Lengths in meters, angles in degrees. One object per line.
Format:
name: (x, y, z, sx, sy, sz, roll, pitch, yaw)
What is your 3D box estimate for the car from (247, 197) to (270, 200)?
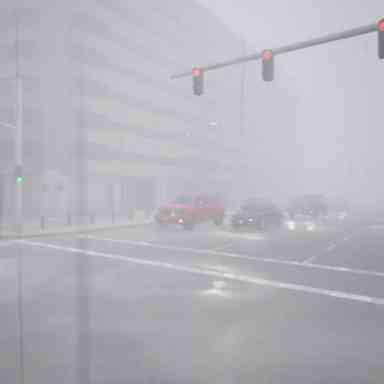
car: (5.437, 1.262, 28.342, 2.097, 1.767, 4.553, 0, 0, 36)

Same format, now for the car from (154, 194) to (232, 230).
car: (0.069, 1.133, 20.845, 2.150, 2.045, 5.566, 0, 0, 35)

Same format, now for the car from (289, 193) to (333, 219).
car: (10.225, 1.149, 28.981, 2.150, 2.045, 5.566, 0, 0, 36)

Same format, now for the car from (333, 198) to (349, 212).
car: (16.404, 1.453, 37.445, 1.812, 1.442, 4.674, 0, 0, 36)

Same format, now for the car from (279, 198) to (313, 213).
car: (11.560, 1.457, 36.763, 2.033, 1.411, 5.357, 0, 0, 36)

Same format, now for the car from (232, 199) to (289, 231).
car: (4.094, 1.434, 20.471, 1.837, 1.490, 4.892, 0, 0, 35)
